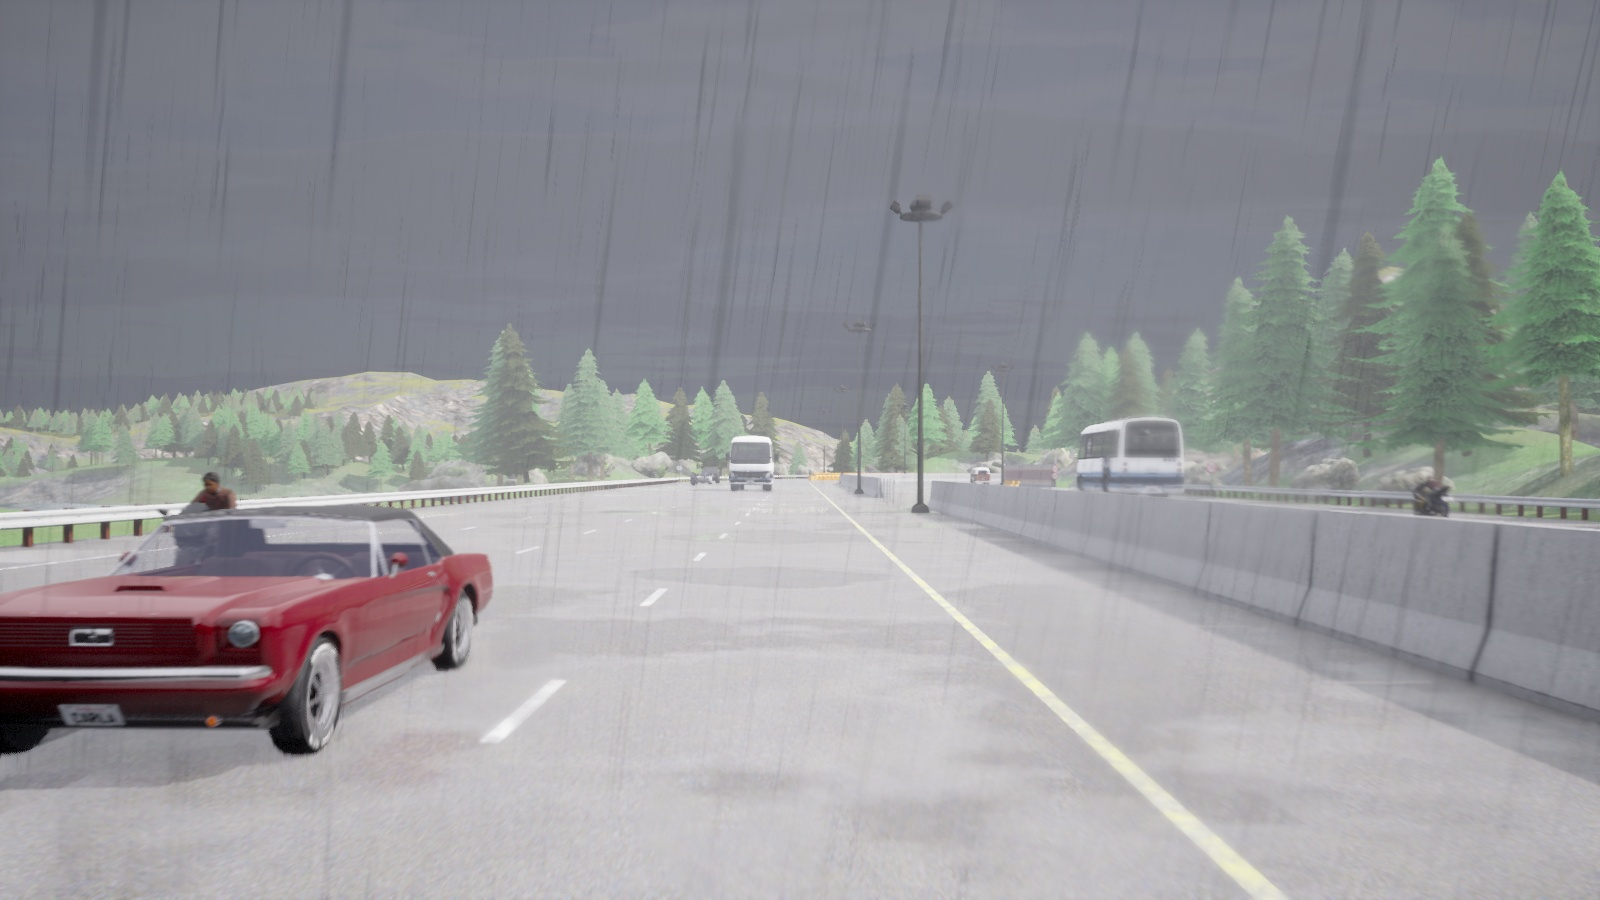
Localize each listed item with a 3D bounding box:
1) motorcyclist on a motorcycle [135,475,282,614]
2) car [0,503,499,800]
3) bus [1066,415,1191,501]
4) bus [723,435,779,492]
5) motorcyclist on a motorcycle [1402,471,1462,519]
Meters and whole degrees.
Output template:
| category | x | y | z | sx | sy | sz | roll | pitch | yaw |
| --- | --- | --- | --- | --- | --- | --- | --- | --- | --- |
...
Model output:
| category | x | y | z | sx | sy | sz | roll | pitch | yaw |
| --- | --- | --- | --- | --- | --- | --- | --- | --- | --- |
| motorcyclist on a motorcycle | -7.035 | 1.076 | 15.058 | 0.797 | 1.523 | 2.044 | 0 | -1 | 0 |
| car | -3.519 | 1.070 | 8.399 | 1.895 | 1.301 | 4.718 | 0 | -1 | 0 |
| bus | 17.330 | 0.494 | 67.278 | 3.944 | 4.253 | 10.273 | 0 | -1 | 0 |
| bus | -3.734 | 1.101 | 98.493 | 3.944 | 4.253 | 10.273 | 0 | -1 | 0 |
| motorcyclist on a motorcycle | 20.903 | 1.462 | 41.583 | 0.866 | 1.530 | 2.191 | 0 | -1 | 0 |
